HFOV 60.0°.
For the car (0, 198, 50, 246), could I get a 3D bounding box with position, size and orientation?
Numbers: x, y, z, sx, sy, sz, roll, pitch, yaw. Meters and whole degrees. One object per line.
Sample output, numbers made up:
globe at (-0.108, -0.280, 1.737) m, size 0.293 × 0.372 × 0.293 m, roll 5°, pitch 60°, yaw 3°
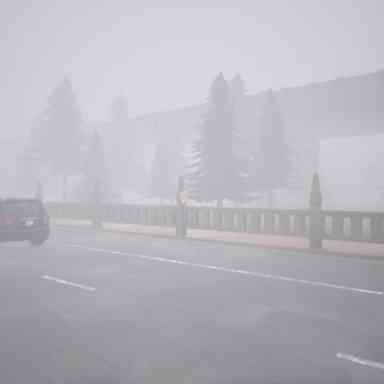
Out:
car at (-8.293, 1.255, 14.084) m, size 5.566 × 2.045 × 2.150 m, roll 0°, pitch 0°, yaw 36°
